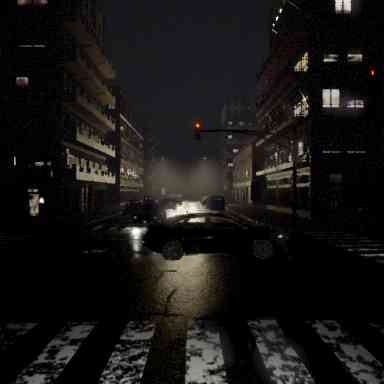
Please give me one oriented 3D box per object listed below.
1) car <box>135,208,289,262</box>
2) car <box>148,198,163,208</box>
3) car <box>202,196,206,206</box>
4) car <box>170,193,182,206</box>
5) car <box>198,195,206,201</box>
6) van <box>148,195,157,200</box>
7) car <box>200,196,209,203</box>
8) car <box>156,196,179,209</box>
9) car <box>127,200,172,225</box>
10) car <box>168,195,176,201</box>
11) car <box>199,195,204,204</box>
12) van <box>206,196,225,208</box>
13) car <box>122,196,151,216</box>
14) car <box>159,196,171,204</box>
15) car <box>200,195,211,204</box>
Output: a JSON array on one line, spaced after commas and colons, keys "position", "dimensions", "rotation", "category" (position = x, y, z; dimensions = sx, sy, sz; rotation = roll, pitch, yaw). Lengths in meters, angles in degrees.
[{"position": [0.774, 1.463, 11.446], "dimensions": [4.902, 1.511, 2.128], "rotation": [-1, 0, 0], "category": "car"}, {"position": [-5.317, 1.568, 48.640], "dimensions": [1.802, 1.307, 4.206], "rotation": [0, 0, 0], "category": "car"}, {"position": [2.701, 1.533, 43.051], "dimensions": [1.887, 1.381, 4.507], "rotation": [0, 0, 0], "category": "car"}, {"position": [-2.765, 1.204, 54.895], "dimensions": [2.150, 2.045, 5.566], "rotation": [0, 0, 0], "category": "car"}, {"position": [2.648, 1.527, 87.702], "dimensions": [1.947, 1.339, 4.313], "rotation": [0, 0, 0], "category": "car"}, {"position": [-5.369, 1.329, 43.059], "dimensions": [1.690, 1.788, 3.998], "rotation": [0, 0, 0], "category": "van"}, {"position": [2.632, 1.520, 70.957], "dimensions": [1.887, 1.381, 4.507], "rotation": [0, 0, 0], "category": "car"}, {"position": [-2.810, 1.514, 39.600], "dimensions": [1.812, 1.442, 4.674], "rotation": [0, 0, 0], "category": "car"}, {"position": [-2.949, 1.544, 24.137], "dimensions": [2.033, 1.411, 5.357], "rotation": [0, 0, 2], "category": "car"}, {"position": [-5.233, 1.512, 87.709], "dimensions": [2.008, 1.369, 4.403], "rotation": [0, 0, 0], "category": "car"}, {"position": [2.619, 1.550, 54.213], "dimensions": [1.947, 1.339, 4.313], "rotation": [0, 0, 0], "category": "car"}, {"position": [2.730, 1.331, 36.847], "dimensions": [1.690, 1.788, 3.998], "rotation": [0, 0, 0], "category": "van"}, {"position": [-5.414, 1.432, 31.895], "dimensions": [1.967, 1.590, 4.097], "rotation": [0, 0, 0], "category": "car"}, {"position": [-5.253, 1.524, 65.383], "dimensions": [1.887, 1.381, 4.507], "rotation": [0, 0, 0], "category": "car"}, {"position": [2.627, 1.419, 65.376], "dimensions": [1.967, 1.590, 4.097], "rotation": [0, 0, 0], "category": "car"}]
